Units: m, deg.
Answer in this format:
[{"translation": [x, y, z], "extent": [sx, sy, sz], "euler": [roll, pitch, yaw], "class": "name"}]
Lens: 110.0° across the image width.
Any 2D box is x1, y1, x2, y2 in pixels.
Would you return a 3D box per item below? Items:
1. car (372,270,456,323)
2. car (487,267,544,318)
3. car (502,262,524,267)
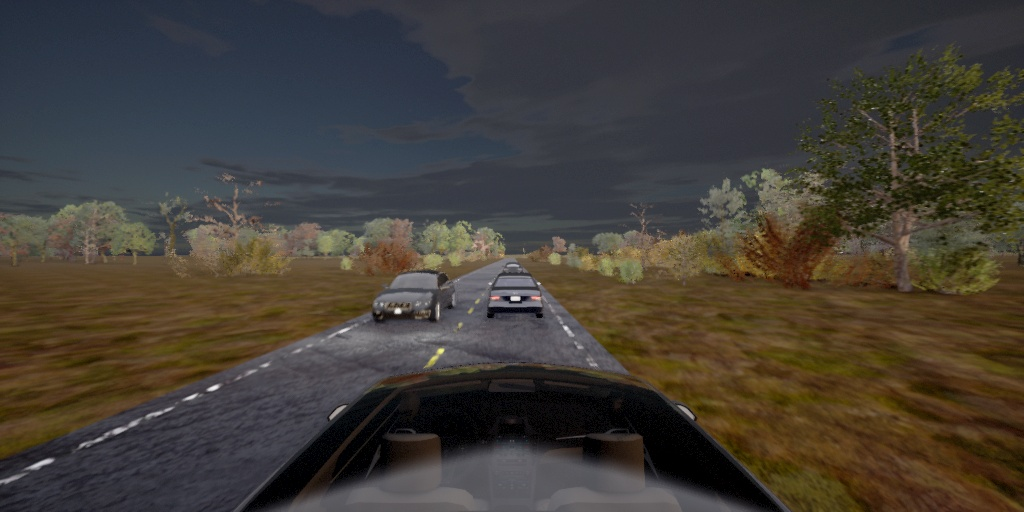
[{"translation": [-3.093, 1.253, 12.167], "extent": [1.837, 1.490, 4.892], "euler": [0, 0, 0], "class": "car"}, {"translation": [0.100, 1.297, 13.019], "extent": [2.033, 1.411, 5.357], "euler": [0, 0, 0], "class": "car"}, {"translation": [0.095, 1.274, 32.478], "extent": [1.812, 1.442, 4.674], "euler": [0, 0, 0], "class": "car"}]
